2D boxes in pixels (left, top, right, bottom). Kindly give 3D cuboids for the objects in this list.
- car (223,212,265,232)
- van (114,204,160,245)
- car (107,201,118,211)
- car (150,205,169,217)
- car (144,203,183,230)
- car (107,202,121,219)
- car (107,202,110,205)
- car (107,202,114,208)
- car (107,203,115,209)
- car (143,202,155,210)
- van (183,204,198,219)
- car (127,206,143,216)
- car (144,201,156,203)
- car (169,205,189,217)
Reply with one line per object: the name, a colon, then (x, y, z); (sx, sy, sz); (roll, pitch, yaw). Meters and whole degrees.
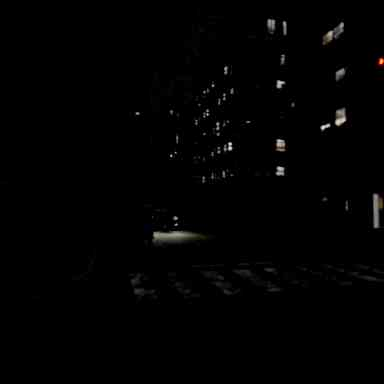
car: (3.728, 2.141, 24.799); (1.752, 1.417, 4.829); (1, -2, -15)
van: (-2.929, 1.677, 17.162); (1.690, 1.788, 3.998); (1, -2, -15)
car: (-16.955, 2.948, 70.728); (2.192, 1.841, 5.009); (1, -2, -15)
car: (-4.506, 2.596, 45.795); (1.837, 1.490, 4.892); (1, -2, -14)
car: (-2.420, 1.917, 25.428); (2.097, 1.767, 4.553); (1, -2, -15)
car: (-8.541, 2.291, 38.586); (1.967, 1.590, 4.097); (1, -2, -15)
car: (-11.344, 2.425, 49.302); (2.192, 1.841, 5.009); (1, -2, -15)
car: (-22.567, 3.601, 92.151); (1.967, 1.590, 4.097); (1, -2, -15)
car: (-21.167, 3.594, 86.791); (1.947, 1.339, 4.313); (1, -2, -15)
car: (-10.292, 3.300, 79.568); (2.097, 1.767, 4.553); (1, -2, -15)
van: (-0.433, 2.340, 40.710); (1.690, 1.788, 3.998); (1, -2, -15)
car: (-8.297, 2.715, 48.167); (1.895, 1.301, 4.718); (1, -2, -14)
car: (-7.183, 2.557, 55.863); (2.150, 2.045, 5.566); (1, -2, -15)
car: (-1.837, 2.568, 46.064); (1.967, 1.590, 4.097); (1, -2, -15)
